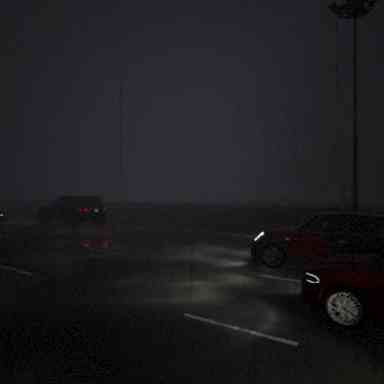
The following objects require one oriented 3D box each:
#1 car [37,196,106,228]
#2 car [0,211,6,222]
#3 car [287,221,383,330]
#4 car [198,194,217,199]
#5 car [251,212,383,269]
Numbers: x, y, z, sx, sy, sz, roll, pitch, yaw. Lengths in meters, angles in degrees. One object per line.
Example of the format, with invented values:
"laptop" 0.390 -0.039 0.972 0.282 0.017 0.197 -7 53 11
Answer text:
"car" -8.278 1.261 22.793 5.566 2.045 2.150 0 0 36
"car" -15.204 1.597 23.433 5.357 1.411 2.033 0 0 35
"car" 4.320 1.477 5.209 5.008 1.535 1.882 0 0 35
"car" 3.711 1.298 80.612 4.605 1.855 1.932 0 0 35
"car" 4.049 1.357 9.706 4.553 1.767 2.097 0 0 35
